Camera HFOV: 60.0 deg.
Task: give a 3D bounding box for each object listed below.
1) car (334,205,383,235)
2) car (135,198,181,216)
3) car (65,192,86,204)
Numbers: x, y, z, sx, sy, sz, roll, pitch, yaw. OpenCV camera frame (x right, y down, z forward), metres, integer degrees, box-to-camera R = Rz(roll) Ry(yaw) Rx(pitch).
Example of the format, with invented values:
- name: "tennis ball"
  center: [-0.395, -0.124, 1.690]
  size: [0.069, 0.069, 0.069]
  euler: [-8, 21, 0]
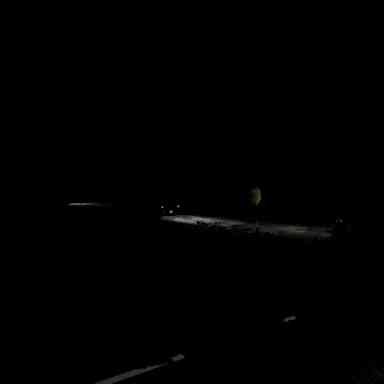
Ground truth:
- name: "car"
  center: [9.565, 1.341, 16.079]
  size: [5.008, 1.535, 1.882]
  euler: [1, 5, 30]
- name: "car"
  center: [-2.916, 1.205, 27.787]
  size: [1.895, 1.301, 4.718]
  euler: [-1, 2, -35]
- name: "car"
  center: [-16.248, 0.786, 46.339]
  size: [1.837, 1.490, 4.892]
  euler: [-1, 1, -35]
